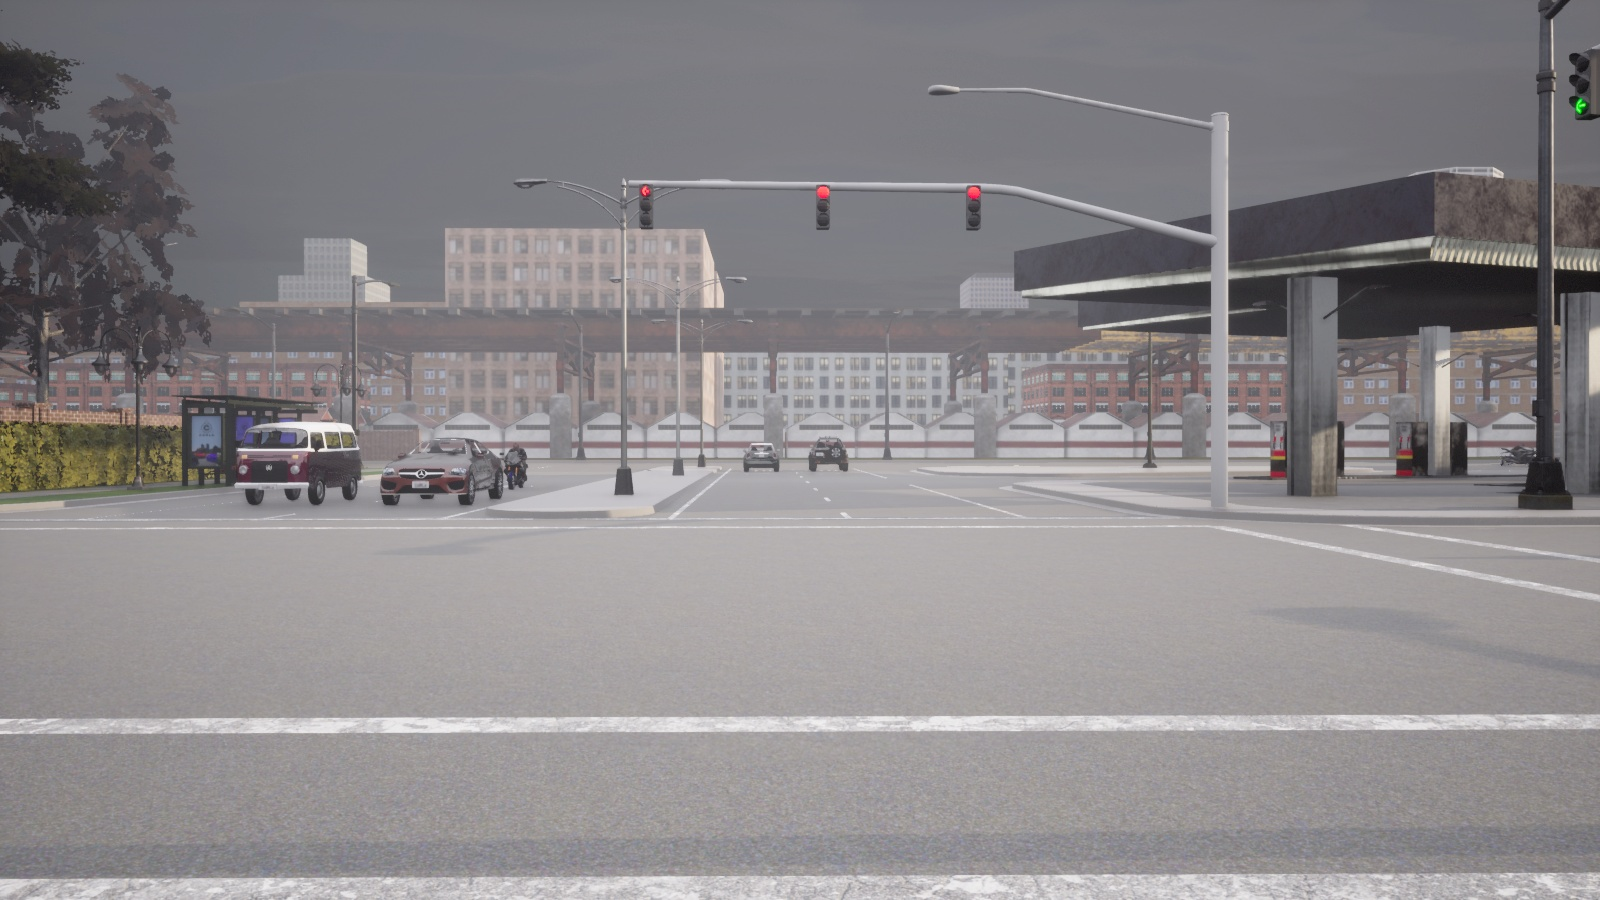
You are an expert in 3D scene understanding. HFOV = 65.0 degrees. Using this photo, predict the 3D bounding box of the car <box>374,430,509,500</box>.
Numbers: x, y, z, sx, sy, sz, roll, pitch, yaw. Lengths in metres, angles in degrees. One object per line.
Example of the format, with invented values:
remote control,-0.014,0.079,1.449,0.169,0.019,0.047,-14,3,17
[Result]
car,-9.015,0.337,32.078,2.152,1.651,5.027,0,0,-2

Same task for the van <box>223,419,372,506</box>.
van,-12.501,0.282,31.579,2.069,2.038,4.480,0,0,-2

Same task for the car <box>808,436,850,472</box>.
car,1.476,0.191,66.066,1.932,1.855,4.605,0,0,-2

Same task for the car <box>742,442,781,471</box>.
car,-2.038,0.335,66.412,1.970,1.475,3.806,0,0,-2

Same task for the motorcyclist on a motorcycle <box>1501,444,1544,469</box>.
motorcyclist on a motorcycle,44.877,0.377,77.994,2.191,1.530,0.866,0,1,16

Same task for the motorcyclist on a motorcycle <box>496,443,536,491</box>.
motorcyclist on a motorcycle,-9.259,0.543,41.008,0.866,1.530,2.191,0,0,-2
